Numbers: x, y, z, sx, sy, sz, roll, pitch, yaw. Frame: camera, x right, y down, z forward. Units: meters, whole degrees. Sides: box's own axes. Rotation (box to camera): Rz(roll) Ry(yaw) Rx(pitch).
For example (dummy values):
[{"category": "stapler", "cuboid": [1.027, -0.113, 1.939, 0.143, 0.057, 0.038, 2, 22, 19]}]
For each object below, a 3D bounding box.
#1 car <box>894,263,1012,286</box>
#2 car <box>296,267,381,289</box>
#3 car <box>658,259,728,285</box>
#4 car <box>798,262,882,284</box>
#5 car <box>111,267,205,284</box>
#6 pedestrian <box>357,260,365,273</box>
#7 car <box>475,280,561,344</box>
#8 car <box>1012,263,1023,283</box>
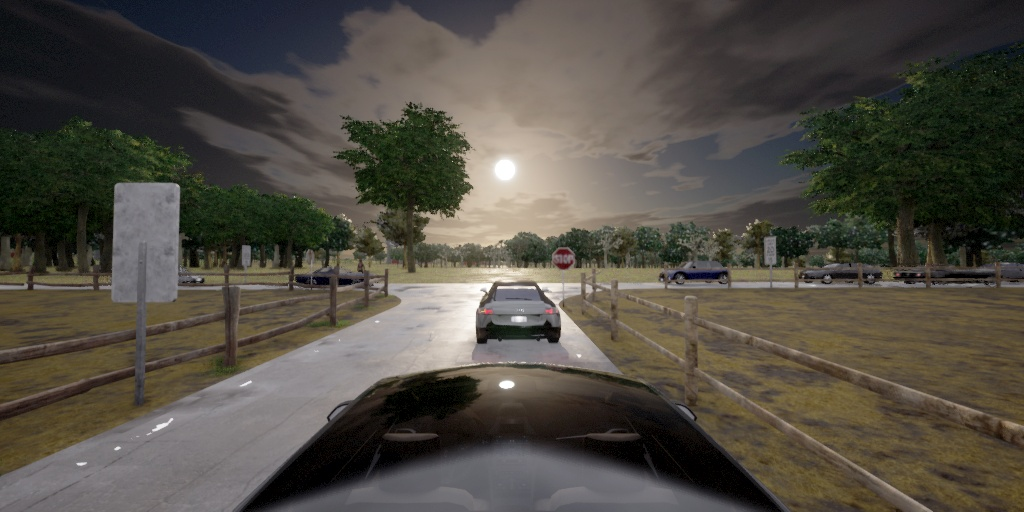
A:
[{"category": "car", "cuboid": [27.261, 1.206, 22.433, 4.718, 1.301, 1.895, 0, -2, 4]}, {"category": "car", "cuboid": [-10.695, 1.359, 22.431, 4.718, 1.301, 1.895, 0, -1, 5]}, {"category": "car", "cuboid": [12.941, 1.109, 25.633, 4.553, 1.767, 2.097, 0, -2, -1]}, {"category": "car", "cuboid": [23.208, 1.210, 25.507, 4.892, 1.490, 1.837, 0, -2, 2]}, {"category": "car", "cuboid": [-22.323, 1.258, 22.755, 4.902, 1.511, 2.128, 0, -1, 0]}, {"category": "pedestrian", "cuboid": [-12.135, 1.185, 28.741, 0.375, 1.860, 0.375, 0, -1, 0]}, {"category": "car", "cuboid": [0.081, 1.326, 9.675, 1.994, 1.385, 4.181, 0, 0, -2]}, {"category": "car", "cuboid": [33.845, 1.183, 24.683, 5.357, 1.411, 2.033, 0, -2, 8]}]
